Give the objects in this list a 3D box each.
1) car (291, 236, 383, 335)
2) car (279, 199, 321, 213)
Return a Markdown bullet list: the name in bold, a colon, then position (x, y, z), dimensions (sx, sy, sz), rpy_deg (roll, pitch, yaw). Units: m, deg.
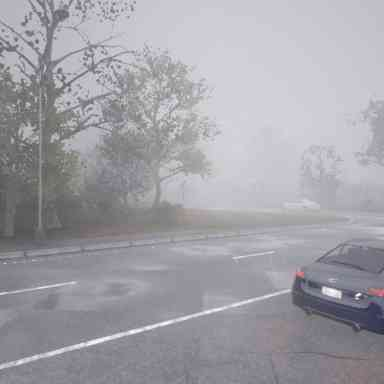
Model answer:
- **car**: position (3.857, 1.564, 6.445), dimensions (4.181, 1.385, 1.994), rpy_deg (0, 0, -35)
- **car**: position (12.091, 1.531, 37.421), dimensions (1.812, 1.442, 4.674), rpy_deg (0, 0, -39)
